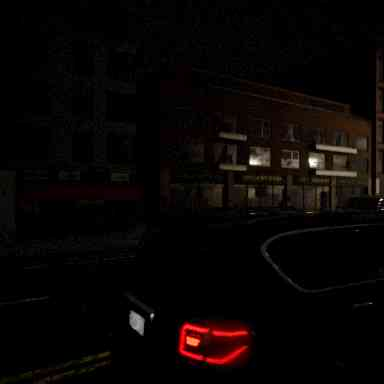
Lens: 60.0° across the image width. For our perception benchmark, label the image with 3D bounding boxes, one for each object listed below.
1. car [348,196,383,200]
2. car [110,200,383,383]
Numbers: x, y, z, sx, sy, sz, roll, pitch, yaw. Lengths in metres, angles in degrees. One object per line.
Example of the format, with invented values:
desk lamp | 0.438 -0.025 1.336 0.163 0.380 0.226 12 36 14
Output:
car | 8.861 1.220 16.637 5.566 2.045 2.150 0 0 -32
car | 1.791 1.220 4.286 5.566 2.045 2.150 0 0 -32
